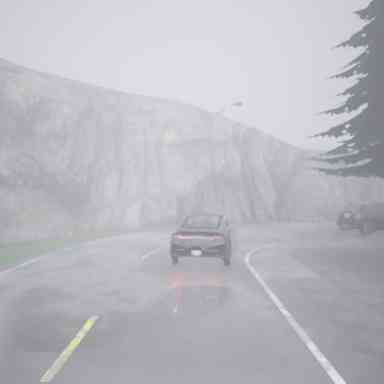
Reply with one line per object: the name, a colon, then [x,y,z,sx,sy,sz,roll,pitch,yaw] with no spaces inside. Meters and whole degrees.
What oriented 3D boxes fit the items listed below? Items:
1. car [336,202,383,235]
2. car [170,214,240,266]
car: [10.606,1.372,18.656,4.553,1.767,2.097,0,0,-9]
car: [0.570,1.503,11.665,2.128,1.511,4.902,0,0,11]
